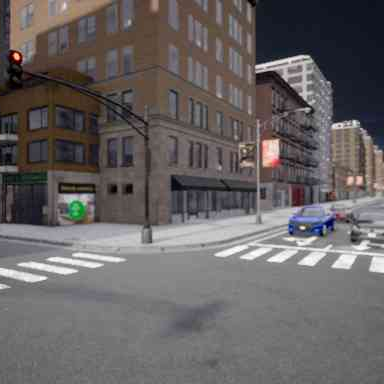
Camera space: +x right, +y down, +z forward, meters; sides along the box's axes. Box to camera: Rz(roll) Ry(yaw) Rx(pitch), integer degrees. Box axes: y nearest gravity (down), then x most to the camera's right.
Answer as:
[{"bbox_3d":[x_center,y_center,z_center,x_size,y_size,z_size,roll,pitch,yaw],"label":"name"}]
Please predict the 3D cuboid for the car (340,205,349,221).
[{"bbox_3d":[11.827,1.720,26.957,1.994,1.385,4.181,-1,-1,32],"label":"car"}]

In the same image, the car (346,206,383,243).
[{"bbox_3d":[8.977,1.614,16.306,1.812,1.442,4.674,-1,-1,32],"label":"car"}]

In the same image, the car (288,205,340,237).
[{"bbox_3d":[7.068,1.599,19.363,1.882,1.535,5.008,-1,-1,32],"label":"car"}]

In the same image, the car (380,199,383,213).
[{"bbox_3d":[24.786,1.694,41.376,2.128,1.511,4.902,-1,-1,33],"label":"car"}]

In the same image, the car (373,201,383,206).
[{"bbox_3d":[13.897,1.630,24.142,1.837,1.490,4.892,-1,-1,32],"label":"car"}]
